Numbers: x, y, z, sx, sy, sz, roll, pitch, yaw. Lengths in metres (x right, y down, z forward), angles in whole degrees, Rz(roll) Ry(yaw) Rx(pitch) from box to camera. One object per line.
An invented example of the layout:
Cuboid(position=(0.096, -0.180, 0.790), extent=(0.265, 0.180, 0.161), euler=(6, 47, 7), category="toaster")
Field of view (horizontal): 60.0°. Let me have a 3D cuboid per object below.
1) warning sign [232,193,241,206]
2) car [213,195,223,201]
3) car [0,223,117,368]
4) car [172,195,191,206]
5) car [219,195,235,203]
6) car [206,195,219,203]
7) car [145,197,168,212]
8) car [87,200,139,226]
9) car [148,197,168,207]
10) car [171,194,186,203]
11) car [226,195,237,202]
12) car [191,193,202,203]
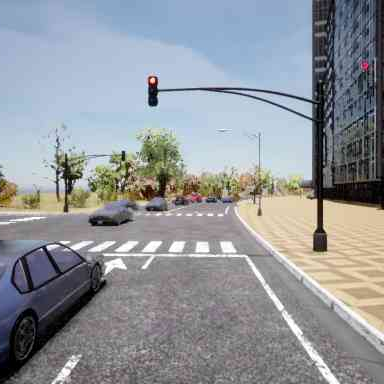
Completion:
Cuboid(position=(6.476, 1.122, 48.236), extent=(1.300, 1.860, 1.060), euler=(0, 0, 8), category="warning sign")
Cuboid(position=(6.336, 1.392, 80.514), extent=(1.812, 1.442, 4.674), euler=(0, 0, 14), category="car")
Cuboid(position=(-3.035, 1.547, 5.698), extent=(2.033, 1.411, 5.357), euler=(0, 0, 1), category="car")
Cuboid(position=(-1.837, 1.510, 55.992), extent=(1.837, 1.490, 4.892), euler=(0, 0, 9), category="car")
Cuboid(position=(7.492, 1.561, 70.085), extent=(2.033, 1.411, 5.357), euler=(0, 0, 12), category="car")
Cuboid(position=(4.214, 1.559, 70.807), extent=(1.994, 1.385, 4.181), euler=(0, 0, 12), category="car")
Cuboid(position=(-4.127, 1.547, 39.575), extent=(2.033, 1.411, 5.357), euler=(0, 0, 7), category="car")
Cuboid(position=(-5.629, 1.545, 23.739), extent=(2.033, 1.411, 5.357), euler=(0, 0, 4), category="car")
Cuboid(position=(-5.458, 1.549, 53.969), extent=(2.033, 1.411, 5.357), euler=(0, 0, 9), category="car")
Cuboid(position=(-2.715, 1.357, 69.329), extent=(2.097, 1.767, 4.553), euler=(0, 0, 11), category="car")
Cuboid(position=(9.646, 1.545, 80.386), extent=(2.128, 1.511, 4.902), euler=(0, 0, 14), category="car")
Cuboid(position=(0.648, 1.231, 69.604), extent=(2.150, 2.045, 5.566), euler=(0, 0, 11), category="car")
